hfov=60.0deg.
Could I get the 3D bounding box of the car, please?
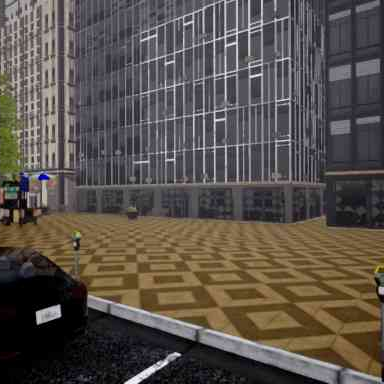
[{"bbox_3d":[-3.482,1.566,5.371,4.313,1.339,1.947,0,0,36],"label":"car"}]
